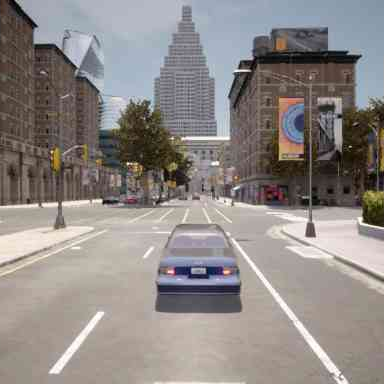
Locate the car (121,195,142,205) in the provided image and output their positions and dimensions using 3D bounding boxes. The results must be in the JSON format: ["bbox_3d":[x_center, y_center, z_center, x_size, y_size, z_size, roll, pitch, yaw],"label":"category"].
[{"bbox_3d":[-10.848,1.478,59.760,1.882,1.535,5.008,0,0,1],"label":"car"}]

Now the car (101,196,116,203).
[{"bbox_3d":[-17.406,1.595,69.730,1.895,1.301,4.718,0,0,1],"label":"car"}]

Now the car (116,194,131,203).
[{"bbox_3d":[-14.169,1.355,68.684,2.097,1.767,4.553,0,0,1],"label":"car"}]

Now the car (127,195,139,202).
[{"bbox_3d":[-14.044,1.478,78.783,1.882,1.535,5.008,0,0,1],"label":"car"}]

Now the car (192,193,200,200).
[{"bbox_3d":[1.095,1.350,89.921,2.097,1.767,4.553,0,0,1],"label":"car"}]

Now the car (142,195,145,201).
[{"bbox_3d":[-10.658,1.500,69.556,1.837,1.490,4.892,0,0,1],"label":"car"}]

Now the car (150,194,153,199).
[{"bbox_3d":[-10.534,1.355,79.545,2.097,1.767,4.553,0,0,1],"label":"car"}]

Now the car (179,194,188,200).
[{"bbox_3d":[-2.410,1.540,89.562,2.033,1.411,5.357,0,0,1],"label":"car"}]

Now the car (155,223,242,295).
[{"bbox_3d":[0.169,1.547,8.841,2.033,1.411,5.357,0,0,1],"label":"car"}]

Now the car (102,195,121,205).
[{"bbox_3d":[-14.367,1.601,58.578,1.895,1.301,4.718,0,0,1],"label":"car"}]
